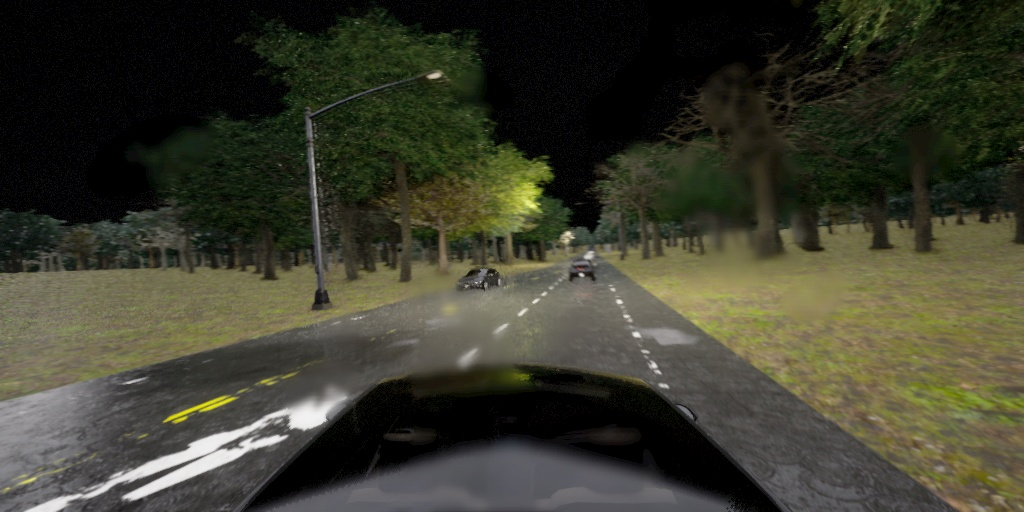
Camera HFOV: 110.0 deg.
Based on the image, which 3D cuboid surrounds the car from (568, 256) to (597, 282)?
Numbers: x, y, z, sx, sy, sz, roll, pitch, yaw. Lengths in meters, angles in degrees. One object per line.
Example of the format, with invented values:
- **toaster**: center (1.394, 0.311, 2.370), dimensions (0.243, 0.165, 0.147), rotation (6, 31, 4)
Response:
- **car**: center (5.288, 1.016, 26.928), dimensions (1.837, 1.490, 4.892), rotation (-4, 0, 13)

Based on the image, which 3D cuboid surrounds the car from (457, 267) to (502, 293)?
- **car**: center (-2.129, 1.577, 24.525), dimensions (1.837, 1.490, 4.892), rotation (-5, 0, 16)
